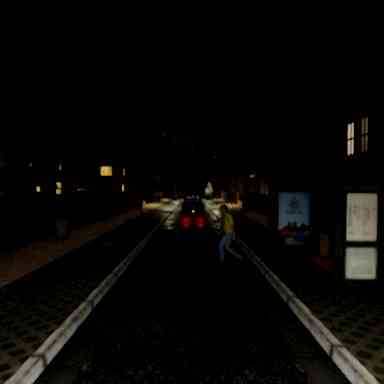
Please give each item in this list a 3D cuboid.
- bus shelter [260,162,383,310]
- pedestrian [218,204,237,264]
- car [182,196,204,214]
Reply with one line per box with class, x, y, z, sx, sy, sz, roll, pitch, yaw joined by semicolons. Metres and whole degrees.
bus shelter;3.029;0.778;8.109;1.920;2.740;3.880;1;1;0
pedestrian;1.045;1.177;9.880;0.375;1.860;0.375;-1;1;0
car;0.107;1.266;29.684;1.895;1.301;4.718;0;1;0
